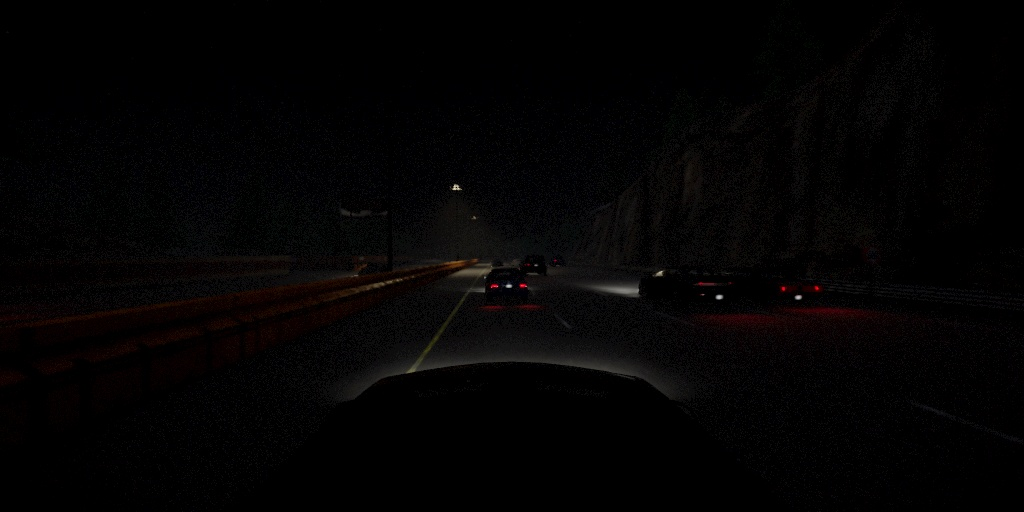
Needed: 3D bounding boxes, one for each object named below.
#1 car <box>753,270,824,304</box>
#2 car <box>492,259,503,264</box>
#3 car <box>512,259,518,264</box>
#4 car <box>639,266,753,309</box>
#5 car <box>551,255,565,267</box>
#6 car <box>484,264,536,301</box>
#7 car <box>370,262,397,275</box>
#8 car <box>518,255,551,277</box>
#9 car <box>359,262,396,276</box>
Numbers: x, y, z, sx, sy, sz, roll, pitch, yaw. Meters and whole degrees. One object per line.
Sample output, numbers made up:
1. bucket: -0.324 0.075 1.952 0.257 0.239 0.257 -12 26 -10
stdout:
1. car: 10.343 1.230 15.345 1.895 1.301 4.718 -1 0 -4
2. car: -2.544 1.304 63.863 1.812 1.442 4.674 -1 0 -2
3. car: 0.959 1.263 63.861 1.812 1.442 4.674 -1 0 -2
4. car: 6.788 1.162 14.409 2.128 1.511 4.902 -1 0 -3
5. car: 7.985 0.877 63.384 2.150 2.045 5.566 -1 0 -2
6. car: -0.341 1.301 17.397 2.033 1.411 5.357 -1 0 -5
7. car: -15.875 1.495 44.525 1.812 1.442 4.674 -1 0 -2
8. car: 2.104 0.946 35.525 2.150 2.045 5.566 -1 0 -3
9. car: -11.888 1.380 31.607 2.128 1.511 4.902 -1 0 -3
